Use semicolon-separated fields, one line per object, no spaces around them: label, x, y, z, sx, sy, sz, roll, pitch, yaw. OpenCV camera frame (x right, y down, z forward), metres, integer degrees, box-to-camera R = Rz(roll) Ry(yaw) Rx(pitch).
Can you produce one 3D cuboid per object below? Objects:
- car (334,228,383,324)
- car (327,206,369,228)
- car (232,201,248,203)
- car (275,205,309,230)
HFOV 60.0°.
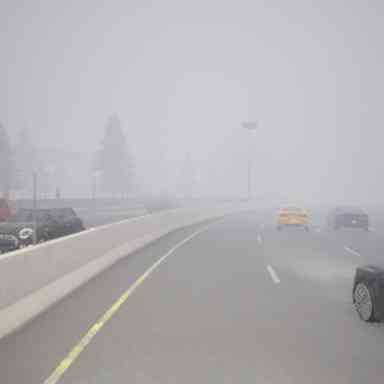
car;3.848;1.539;4.357;2.128;1.511;4.902;0;0;3
car;10.226;1.645;22.124;1.882;1.535;5.008;0;0;14
car;7.941;1.831;52.420;1.994;1.385;4.181;0;0;31
car;6.717;1.619;22.486;1.882;1.535;5.008;0;0;14
